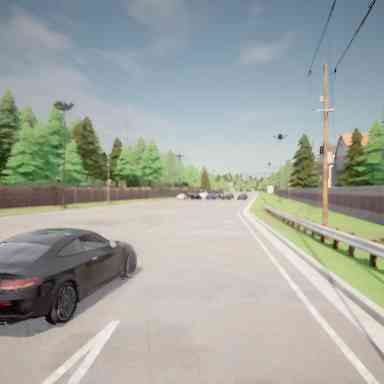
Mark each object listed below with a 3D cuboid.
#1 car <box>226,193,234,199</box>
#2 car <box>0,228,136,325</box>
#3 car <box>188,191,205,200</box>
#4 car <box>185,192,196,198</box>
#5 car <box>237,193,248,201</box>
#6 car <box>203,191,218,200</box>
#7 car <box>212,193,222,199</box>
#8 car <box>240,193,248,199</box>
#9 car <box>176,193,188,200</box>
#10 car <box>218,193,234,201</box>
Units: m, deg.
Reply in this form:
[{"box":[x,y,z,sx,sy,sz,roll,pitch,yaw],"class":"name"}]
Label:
[{"box":[9.974,0.980,86.683,1.812,1.442,4.674,0,0,12],"class":"car"},{"box":[-2.728,1.483,7.023,1.812,1.442,4.674,0,0,11],"class":"car"},{"box":[1.020,1.106,77.885,1.882,1.535,5.008,0,0,12],"class":"car"},{"box":[-0.311,0.891,88.795,1.882,1.535,5.008,0,0,12],"class":"car"},{"box":[11.305,1.210,75.773,2.033,1.411,5.357,0,0,12],"class":"car"},{"box":[4.532,1.165,77.589,1.812,1.442,4.674,0,0,12],"class":"car"},{"box":[6.545,0.981,87.387,2.033,1.411,5.357,0,0,12],"class":"car"},{"box":[13.402,0.993,85.979,1.812,1.442,4.674,0,0,12],"class":"car"},{"box":[-2.325,1.138,78.997,1.812,1.442,4.674,0,0,12],"class":"car"},{"box":[7.877,1.181,76.477,2.128,1.511,4.902,0,0,12],"class":"car"}]
